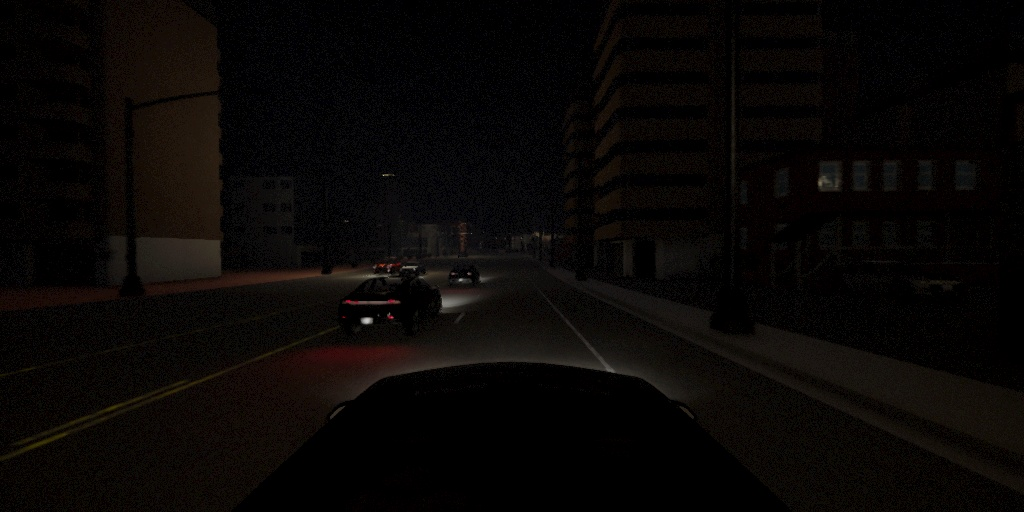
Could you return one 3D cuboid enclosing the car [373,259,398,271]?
[{"bbox_3d":[-14.193,1.107,41.033,2.097,1.767,4.553,0,1,0],"label":"car"}]

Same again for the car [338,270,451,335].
[{"bbox_3d":[-3.434,1.344,10.910,2.128,1.511,4.902,0,0,0],"label":"car"}]

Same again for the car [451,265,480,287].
[{"bbox_3d":[-3.479,1.397,26.671,2.128,1.511,4.902,0,0,0],"label":"car"}]

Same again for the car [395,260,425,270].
[{"bbox_3d":[-10.693,1.315,38.698,1.812,1.442,4.674,0,1,0],"label":"car"}]
